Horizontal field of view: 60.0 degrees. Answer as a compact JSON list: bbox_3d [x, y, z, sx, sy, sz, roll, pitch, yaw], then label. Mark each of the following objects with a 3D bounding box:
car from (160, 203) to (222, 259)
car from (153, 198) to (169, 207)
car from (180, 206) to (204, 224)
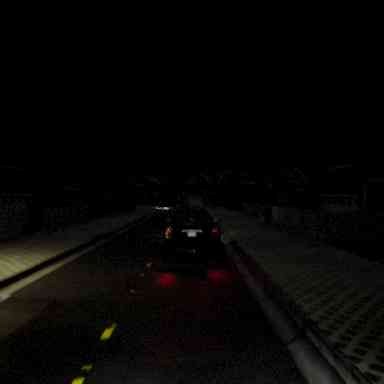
[{"bbox_3d":[0.016,1.485,13.423,2.097,1.767,4.553,0,-1,0],"label":"car"},{"bbox_3d":[-5.890,1.975,63.102,2.097,1.767,4.553,0,-1,-21],"label":"car"},{"bbox_3d":[-0.001,1.881,28.256,1.895,1.301,4.718,0,-1,1],"label":"car"}]
